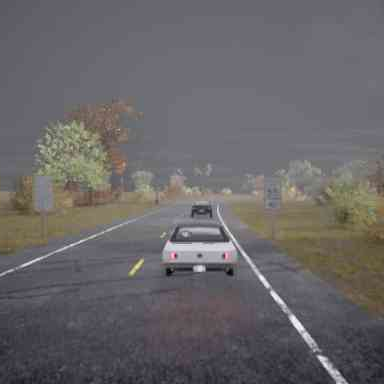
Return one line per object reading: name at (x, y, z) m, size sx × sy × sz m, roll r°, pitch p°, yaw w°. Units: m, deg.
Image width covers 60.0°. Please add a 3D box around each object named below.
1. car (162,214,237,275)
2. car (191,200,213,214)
car at (0.223, 1.603, 10.426) m, size 1.895 × 1.301 × 4.718 m, roll 0°, pitch 0°, yaw 1°
car at (0.968, 1.476, 31.414) m, size 1.882 × 1.535 × 5.008 m, roll 0°, pitch 0°, yaw 3°
